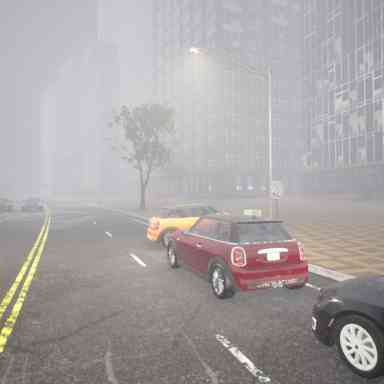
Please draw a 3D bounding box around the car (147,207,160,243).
[{"bbox_3d":[0.381,1.276,14.433,4.553,1.767,2.097,-3,1,-18],"label":"car"}]

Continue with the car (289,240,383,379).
[{"bbox_3d":[3.619,1.505,3.368,1.837,1.490,4.892,0,0,-35],"label":"car"}]

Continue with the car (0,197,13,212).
[{"bbox_3d":[-21.795,1.389,38.061,2.097,1.767,4.553,0,0,-24],"label":"car"}]

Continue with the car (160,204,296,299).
[{"bbox_3d":[0.884,1.355,8.839,2.097,1.767,4.553,0,0,-22],"label":"car"}]

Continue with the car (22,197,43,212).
[{"bbox_3d":[-18.826,1.392,39.383,2.097,1.767,4.553,0,0,-24],"label":"car"}]
